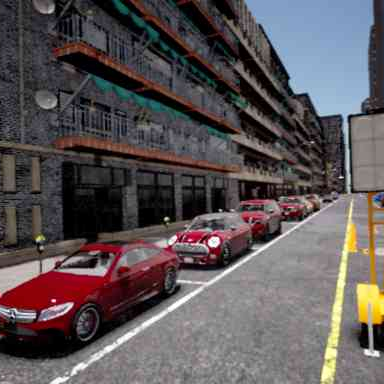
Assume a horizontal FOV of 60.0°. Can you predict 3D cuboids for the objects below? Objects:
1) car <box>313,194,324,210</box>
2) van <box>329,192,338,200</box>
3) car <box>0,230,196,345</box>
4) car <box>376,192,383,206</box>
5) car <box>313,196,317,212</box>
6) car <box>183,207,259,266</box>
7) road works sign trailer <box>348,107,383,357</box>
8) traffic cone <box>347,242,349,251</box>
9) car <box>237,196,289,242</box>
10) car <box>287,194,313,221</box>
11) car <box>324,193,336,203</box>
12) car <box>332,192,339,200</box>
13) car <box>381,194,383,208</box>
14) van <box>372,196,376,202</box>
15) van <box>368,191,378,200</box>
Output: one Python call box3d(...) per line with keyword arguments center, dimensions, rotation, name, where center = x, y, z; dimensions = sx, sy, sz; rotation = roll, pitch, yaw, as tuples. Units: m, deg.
box3d(center=(13.134, 1.202, 37.282), dimensions=(2.192, 1.841, 5.009), rotation=(-2, 0, 26), name="car")
box3d(center=(35.433, 0.998, 83.115), dimensions=(1.690, 1.788, 3.998), rotation=(-2, -1, 26), name="van")
box3d(center=(-1.722, 1.700, 6.724), dimensions=(1.802, 1.307, 4.206), rotation=(-2, 0, 26), name="car")
box3d(center=(23.140, 0.876, 38.708), dimensions=(2.192, 1.841, 5.009), rotation=(-2, -1, 26), name="car")
box3d(center=(10.588, 1.448, 32.035), dimensions=(1.752, 1.417, 4.829), rotation=(-2, 0, 26), name="car")
box3d(center=(0.751, 1.517, 11.817), dimensions=(1.967, 1.590, 4.097), rotation=(-2, 0, 26), name="car")
box3d(center=(3.877, 0.374, 5.319), dimensions=(2.380, 3.560, 2.880), rotation=(-2, -1, 26), name="road works sign trailer")
box3d(center=(5.837, 1.859, 12.157), dimensions=(0.340, 0.580, 0.340), rotation=(-2, -1, 26), name="traffic cone")
box3d(center=(3.225, 1.352, 16.911), dimensions=(2.192, 1.841, 5.009), rotation=(-2, 0, 26), name="car")
box3d(center=(8.179, 1.273, 27.095), dimensions=(2.192, 1.841, 5.009), rotation=(-2, 0, 26), name="car")
box3d(center=(25.528, 1.312, 62.742), dimensions=(1.947, 1.339, 4.313), rotation=(-2, -1, 26), name="car")
box3d(center=(32.961, 1.241, 78.019), dimensions=(1.947, 1.339, 4.313), rotation=(-2, -1, 26), name="car")
box3d(center=(20.671, 1.144, 33.615), dimensions=(2.008, 1.369, 4.403), rotation=(-2, -1, 26), name="car")
box3d(center=(33.052, 0.793, 59.079), dimensions=(1.690, 1.788, 3.998), rotation=(-2, -1, 26), name="van")
box3d(center=(40.484, 0.723, 74.356), dimensions=(1.690, 1.788, 3.998), rotation=(-2, -1, 26), name="van")
